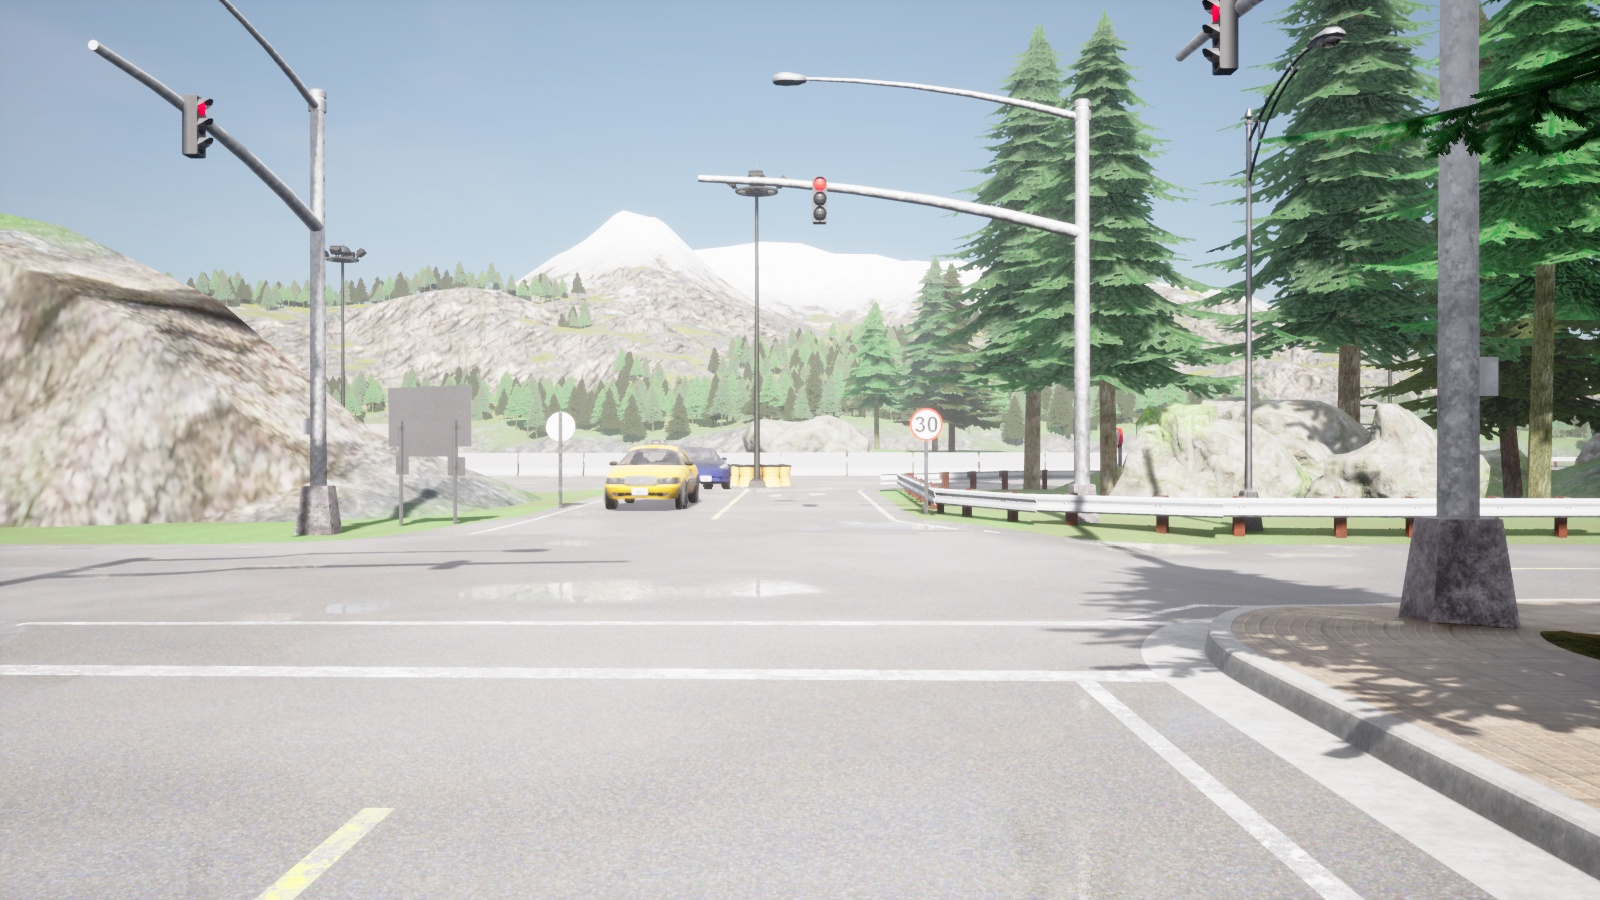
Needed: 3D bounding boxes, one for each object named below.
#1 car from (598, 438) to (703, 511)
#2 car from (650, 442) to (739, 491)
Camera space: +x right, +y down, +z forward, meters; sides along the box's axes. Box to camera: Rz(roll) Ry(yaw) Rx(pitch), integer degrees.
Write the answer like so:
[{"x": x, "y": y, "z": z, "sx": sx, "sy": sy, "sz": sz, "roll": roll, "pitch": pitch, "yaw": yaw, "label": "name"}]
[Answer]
[{"x": -3.430, "y": 0.515, "z": 29.755, "sx": 1.801, "sy": 1.575, "sz": 5.366, "roll": 0, "pitch": 0, "yaw": 0, "label": "car"}, {"x": -3.608, "y": 0.586, "z": 42.066, "sx": 2.163, "sy": 1.488, "sz": 4.792, "roll": 0, "pitch": -2, "yaw": -15, "label": "car"}]
